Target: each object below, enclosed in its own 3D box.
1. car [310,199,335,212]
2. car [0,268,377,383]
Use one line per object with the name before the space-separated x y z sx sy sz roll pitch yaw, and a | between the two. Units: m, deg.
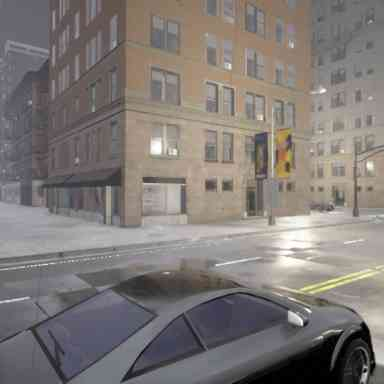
car | 14.074 1.552 38.137 1.994 1.385 4.181 0 0 -36
car | 0.152 1.564 3.567 4.181 1.385 1.994 0 0 -36
